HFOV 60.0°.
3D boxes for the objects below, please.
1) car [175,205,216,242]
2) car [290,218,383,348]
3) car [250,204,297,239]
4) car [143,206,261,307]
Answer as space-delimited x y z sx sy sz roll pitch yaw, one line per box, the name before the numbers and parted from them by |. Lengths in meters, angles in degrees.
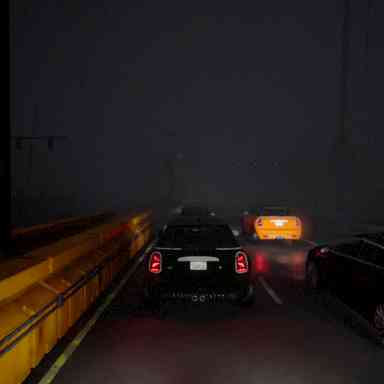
car | 0.154 1.505 17.313 1.837 1.490 4.892 0 0 0
car | 3.617 1.492 6.034 2.128 1.511 4.902 0 0 0
car | 3.651 1.352 16.009 2.097 1.767 4.553 0 0 0
car | 0.123 1.352 8.138 2.097 1.767 4.553 0 0 0
